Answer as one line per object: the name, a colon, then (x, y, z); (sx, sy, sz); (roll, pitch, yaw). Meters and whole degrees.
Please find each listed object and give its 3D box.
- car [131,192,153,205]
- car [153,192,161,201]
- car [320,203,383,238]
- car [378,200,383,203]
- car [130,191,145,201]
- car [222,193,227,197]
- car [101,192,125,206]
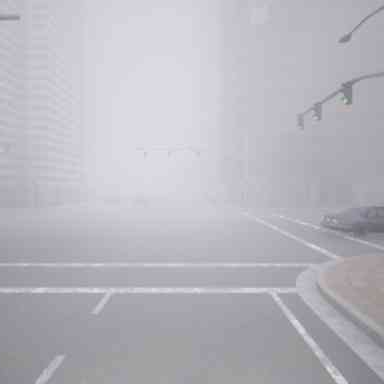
car: (-7.164, 0.941, 46.998); (2.097, 1.767, 4.553); (0, 0, 0)
car: (-7.140, 0.799, 63.382); (2.097, 1.767, 4.553); (0, 0, 0)
car: (9.133, 1.404, 16.195); (5.357, 1.411, 2.033); (0, 1, 0)
car: (16.029, 1.290, 26.762); (4.674, 1.442, 1.812); (0, 0, 0)
car: (-10.628, 0.783, 65.158); (2.097, 1.767, 4.553); (0, 0, 0)
car: (10.198, 0.686, 86.833); (4.892, 1.490, 1.837); (0, 0, 0)
car: (-10.662, 1.141, 46.456); (2.033, 1.411, 5.357); (0, 0, 0)
